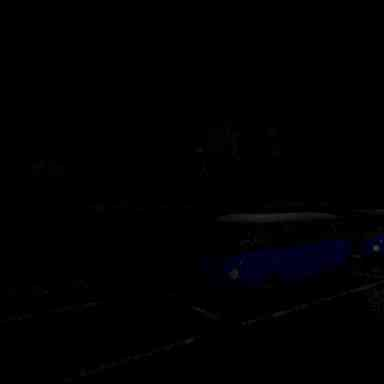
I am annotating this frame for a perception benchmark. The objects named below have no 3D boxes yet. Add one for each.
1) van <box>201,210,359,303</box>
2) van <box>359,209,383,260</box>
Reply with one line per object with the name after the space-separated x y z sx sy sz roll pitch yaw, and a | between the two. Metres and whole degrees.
2.104 1.401 8.039 3.998 1.788 1.690 1 -1 -36 | van
6.710 1.454 11.324 3.998 1.788 1.690 1 -1 -36 | van
